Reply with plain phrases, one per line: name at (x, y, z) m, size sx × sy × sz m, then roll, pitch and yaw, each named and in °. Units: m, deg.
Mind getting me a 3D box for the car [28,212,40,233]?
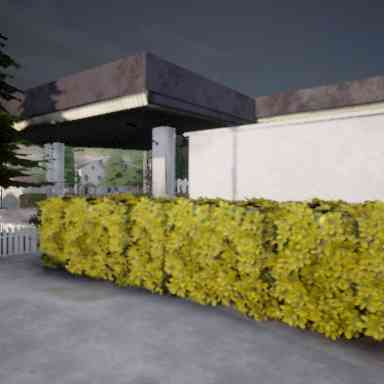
car at (-7.171, 1.320, 18.229) m, size 3.866 × 1.878 × 1.905 m, roll 0°, pitch 0°, yaw 35°
